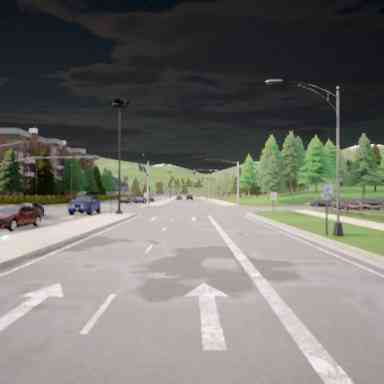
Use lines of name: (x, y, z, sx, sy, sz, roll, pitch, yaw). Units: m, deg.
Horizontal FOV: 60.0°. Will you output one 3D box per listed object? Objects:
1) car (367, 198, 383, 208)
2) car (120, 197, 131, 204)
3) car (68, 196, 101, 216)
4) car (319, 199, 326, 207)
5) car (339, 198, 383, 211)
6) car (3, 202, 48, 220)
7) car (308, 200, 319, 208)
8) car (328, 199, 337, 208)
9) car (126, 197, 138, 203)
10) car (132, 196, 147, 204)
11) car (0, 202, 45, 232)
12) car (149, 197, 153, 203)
car: (32.066, 1.809, 55.243, 4.902, 1.511, 2.128, 0, 0, 0)
car: (-15.221, 1.912, 75.602, 1.882, 1.535, 5.008, 0, 0, -1)
car: (-11.616, 1.432, 36.404, 2.150, 2.045, 5.566, 0, 0, 0)
car: (22.993, 1.790, 51.694, 4.902, 1.511, 2.128, 0, 0, 0)
car: (22.552, 1.608, 44.694, 4.553, 1.767, 2.097, 0, 0, 0)
car: (-15.101, 1.701, 30.459, 1.812, 1.442, 4.674, 0, 0, 0)
car: (21.878, 1.810, 55.183, 4.902, 1.511, 2.128, 0, 0, 0)
car: (22.751, 1.878, 48.193, 4.718, 1.301, 1.895, 0, 0, 0)
car: (-15.371, 2.014, 85.078, 2.128, 1.511, 4.902, 0, 0, -1)
car: (-11.724, 1.914, 75.842, 1.882, 1.535, 5.008, 0, 0, -1)
car: (-11.569, 1.602, 21.517, 1.882, 1.535, 5.008, 0, 0, 0)
car: (-11.878, 2.031, 85.544, 2.033, 1.411, 5.357, 0, 0, -1)
